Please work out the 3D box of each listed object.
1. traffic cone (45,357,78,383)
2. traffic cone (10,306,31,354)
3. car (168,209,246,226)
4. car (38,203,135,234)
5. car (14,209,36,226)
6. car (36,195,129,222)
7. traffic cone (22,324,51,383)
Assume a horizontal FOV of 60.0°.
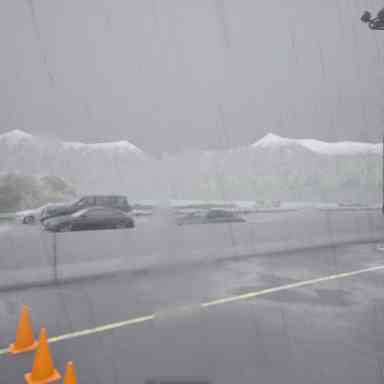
[{"bbox_3d":[-1.181,1.950,3.235,0.340,0.580,0.340,0,0,-38],"label":"traffic cone"},{"bbox_3d":[-2.414,1.945,4.810,0.340,0.580,0.340,0,0,-38],"label":"traffic cone"},{"bbox_3d":[0.847,1.585,17.336,4.181,1.385,1.994,0,0,-31],"label":"car"},{"bbox_3d":[-5.338,1.511,17.591,4.674,1.442,1.812,0,0,-33],"label":"car"},{"bbox_3d":[-9.686,1.491,23.111,4.674,1.442,1.812,0,0,-33],"label":"car"},{"bbox_3d":[-6.522,1.203,21.031,5.566,2.045,2.150,0,0,-32],"label":"car"},{"bbox_3d":[-1.798,1.947,4.022,0.340,0.580,0.340,0,0,-38],"label":"traffic cone"}]
